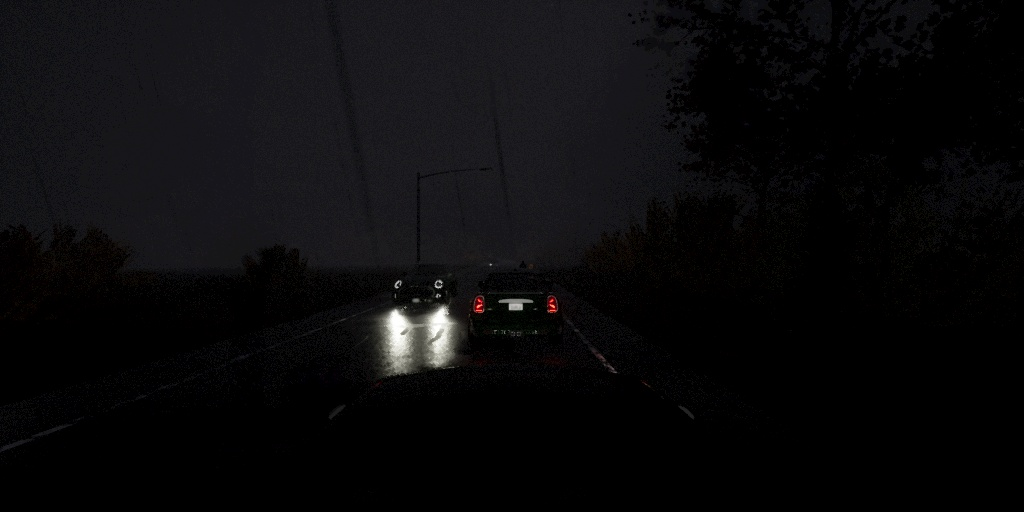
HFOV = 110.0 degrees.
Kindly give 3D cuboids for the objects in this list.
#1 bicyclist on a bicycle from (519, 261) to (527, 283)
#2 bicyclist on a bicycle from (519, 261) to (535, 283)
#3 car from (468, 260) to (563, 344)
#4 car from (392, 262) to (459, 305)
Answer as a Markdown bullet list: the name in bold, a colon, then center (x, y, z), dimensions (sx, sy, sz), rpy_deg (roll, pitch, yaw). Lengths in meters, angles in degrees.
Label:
- **bicyclist on a bicycle**: center (0.842, 1.193, 27.212), dimensions (0.582, 1.620, 1.656), rpy_deg (0, 0, 0)
- **bicyclist on a bicycle**: center (0.904, 1.180, 17.095), dimensions (0.866, 1.612, 1.509), rpy_deg (0, 0, 0)
- **car**: center (0.073, 1.099, 9.751), dimensions (2.097, 1.767, 4.553), rpy_deg (0, 0, 0)
- **car**: center (-3.654, 1.097, 15.844), dimensions (2.097, 1.767, 4.553), rpy_deg (0, 0, 0)
